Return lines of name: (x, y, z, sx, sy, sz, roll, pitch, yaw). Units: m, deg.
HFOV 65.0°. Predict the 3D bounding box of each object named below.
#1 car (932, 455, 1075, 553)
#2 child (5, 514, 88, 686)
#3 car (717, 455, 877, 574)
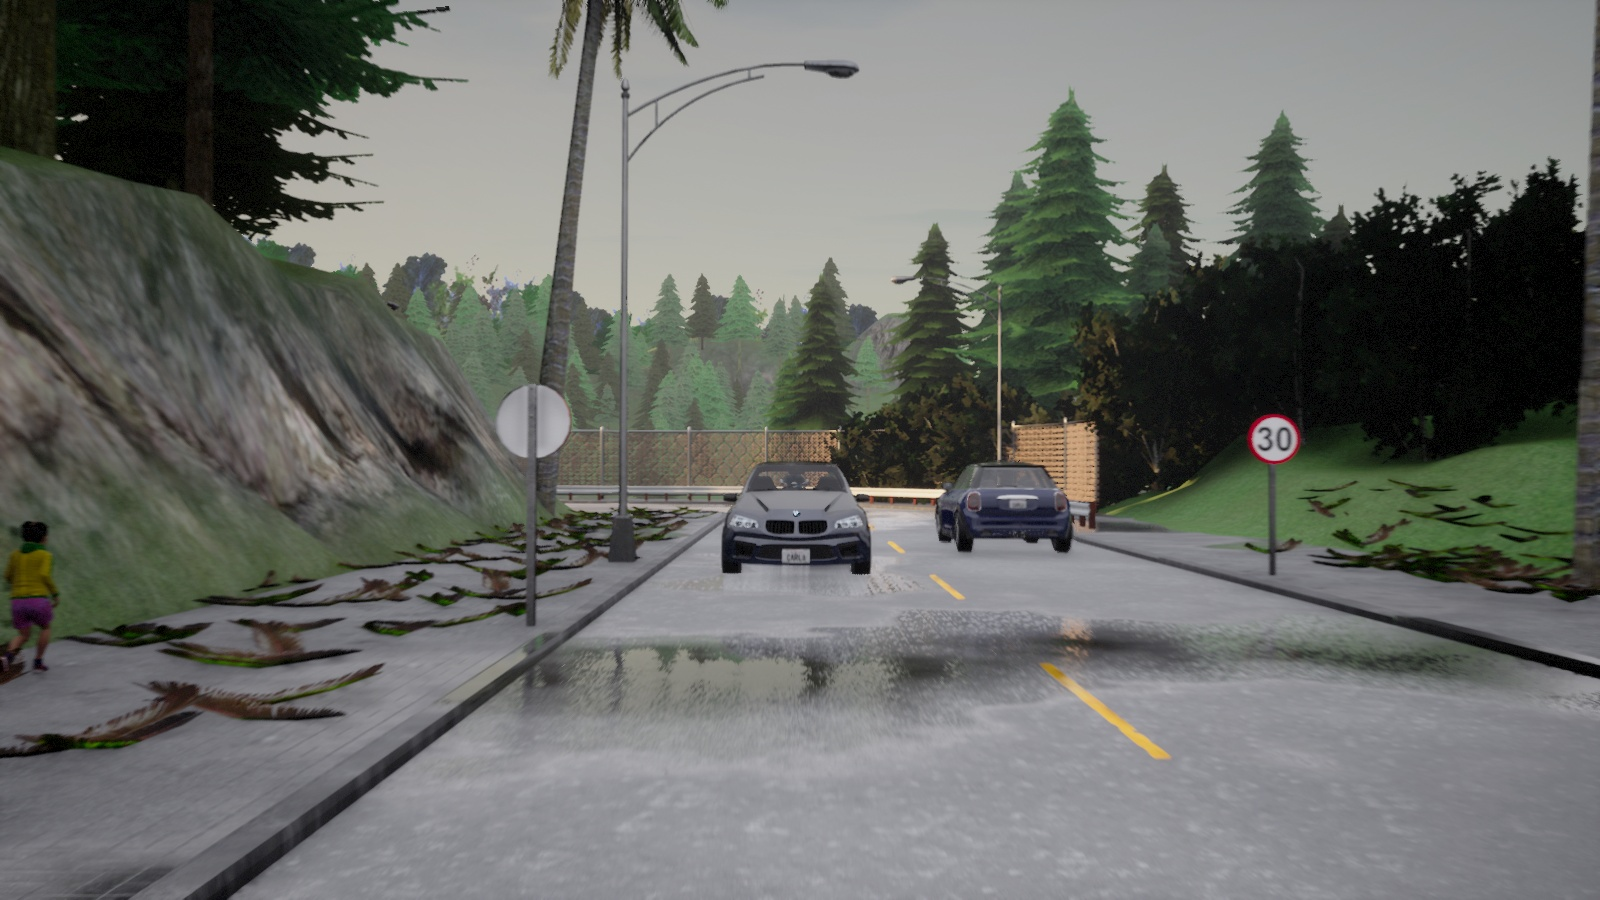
car: (3.939, 1.007, 25.108, 2.097, 1.767, 4.553, 0, -1, 0)
child: (-5.318, 1.042, 8.872, 0.299, 1.160, 0.473, 0, -1, 0)
car: (-0.047, 0.936, 19.956, 2.242, 1.667, 4.611, 0, -1, 0)
